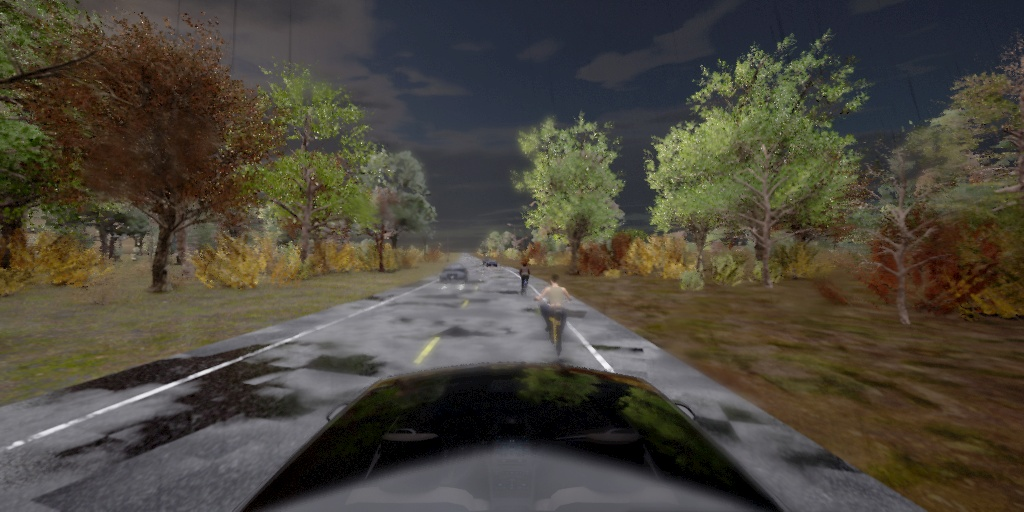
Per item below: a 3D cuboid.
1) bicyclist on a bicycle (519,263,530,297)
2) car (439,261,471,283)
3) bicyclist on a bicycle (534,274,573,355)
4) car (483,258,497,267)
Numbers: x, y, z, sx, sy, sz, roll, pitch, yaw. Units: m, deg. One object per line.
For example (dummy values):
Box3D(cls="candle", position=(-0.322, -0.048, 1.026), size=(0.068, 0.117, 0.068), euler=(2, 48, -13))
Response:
Box3D(cls="bicyclist on a bicycle", position=(0.646, 1.203, 17.963), size=(0.582, 1.620, 1.656), euler=(0, 0, -2))
Box3D(cls="car", position=(-4.336, 1.309, 27.467), size=(1.994, 1.385, 4.181), euler=(0, 0, -3))
Box3D(cls="bicyclist on a bicycle", position=(0.917, 1.186, 7.696), size=(0.866, 1.612, 1.509), euler=(0, 0, -1))
Box3D(cls="car", position=(-3.618, 1.274, 62.713), size=(1.895, 1.301, 4.718), euler=(0, 0, -7))
